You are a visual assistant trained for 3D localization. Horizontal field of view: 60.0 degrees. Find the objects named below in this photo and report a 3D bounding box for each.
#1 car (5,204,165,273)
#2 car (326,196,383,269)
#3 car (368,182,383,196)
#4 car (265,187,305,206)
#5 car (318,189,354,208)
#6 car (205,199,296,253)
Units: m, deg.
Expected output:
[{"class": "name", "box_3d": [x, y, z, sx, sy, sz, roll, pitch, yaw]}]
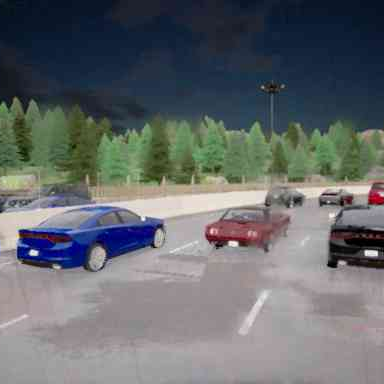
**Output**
[{"class": "car", "box_3d": [-2.582, 1.147, 9.808, 1.882, 1.535, 5.008, 0, 2, 24]}, {"class": "car", "box_3d": [4.992, 1.104, 9.496, 1.882, 1.535, 5.008, 0, 2, 26]}, {"class": "car", "box_3d": [15.023, 0.220, 25.422, 2.150, 2.045, 5.566, 1, 2, 38]}, {"class": "car", "box_3d": [7.664, 0.340, 27.197, 2.097, 1.767, 4.553, 1, 2, 36]}, {"class": "car", "box_3d": [11.661, 0.468, 26.727, 2.128, 1.511, 4.902, 1, 2, 37]}, {"class": "car", "box_3d": [2.223, 1.165, 11.842, 1.895, 1.301, 4.718, 1, 2, 26]}]
